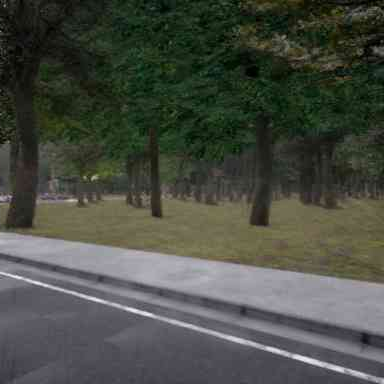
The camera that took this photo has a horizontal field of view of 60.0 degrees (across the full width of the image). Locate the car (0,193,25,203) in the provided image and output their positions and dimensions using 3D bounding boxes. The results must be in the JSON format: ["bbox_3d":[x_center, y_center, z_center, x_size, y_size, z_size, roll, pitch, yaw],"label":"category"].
[{"bbox_3d":[-41.281,1.334,76.261,2.150,2.045,5.566,0,0,13],"label":"car"}]

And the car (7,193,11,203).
[{"bbox_3d":[-35.966,1.499,70.340,1.882,1.535,5.008,0,0,13],"label":"car"}]

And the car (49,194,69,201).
[{"bbox_3d":[-32.906,1.489,83.756,2.128,1.511,4.902,0,0,13],"label":"car"}]

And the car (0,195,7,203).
[{"bbox_3d":[-39.048,1.577,71.439,1.812,1.442,4.674,0,0,13],"label":"car"}]

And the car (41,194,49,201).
[{"bbox_3d":[-36.083,1.333,84.448,2.097,1.767,4.553,0,0,13],"label":"car"}]
